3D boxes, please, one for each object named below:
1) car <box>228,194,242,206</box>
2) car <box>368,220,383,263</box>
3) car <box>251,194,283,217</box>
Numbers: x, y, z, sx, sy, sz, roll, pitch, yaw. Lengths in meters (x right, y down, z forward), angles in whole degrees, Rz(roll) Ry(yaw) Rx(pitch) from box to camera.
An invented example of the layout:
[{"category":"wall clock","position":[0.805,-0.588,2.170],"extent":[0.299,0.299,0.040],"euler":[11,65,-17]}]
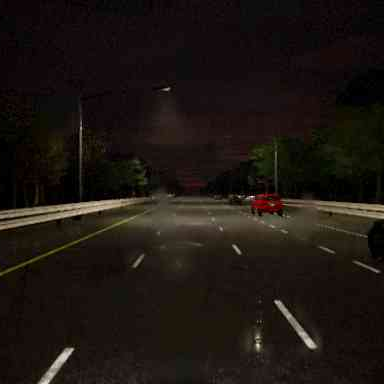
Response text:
[{"category":"car","position":[7.155,1.580,55.850],"extent":[1.837,1.490,4.892],"euler":[0,0,0]},{"category":"car","position":[7.004,1.224,8.868],"extent":[2.150,2.045,5.566],"euler":[0,0,0]},{"category":"car","position":[7.054,1.238,31.703],"extent":[2.150,2.045,5.566],"euler":[0,0,0]}]
